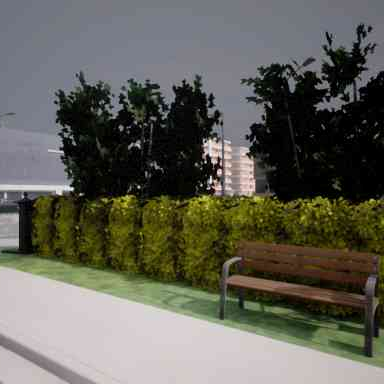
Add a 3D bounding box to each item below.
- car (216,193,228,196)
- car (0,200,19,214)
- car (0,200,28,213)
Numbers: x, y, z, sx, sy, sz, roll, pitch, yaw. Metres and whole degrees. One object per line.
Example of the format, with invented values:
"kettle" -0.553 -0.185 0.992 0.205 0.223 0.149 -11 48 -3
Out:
"car" 5.595 0.766 66.528 1.812 1.442 4.674 0 1 36
"car" -18.232 1.577 32.733 1.895 1.301 4.718 0 0 35
"car" -20.431 1.567 35.675 1.895 1.301 4.718 0 0 35
